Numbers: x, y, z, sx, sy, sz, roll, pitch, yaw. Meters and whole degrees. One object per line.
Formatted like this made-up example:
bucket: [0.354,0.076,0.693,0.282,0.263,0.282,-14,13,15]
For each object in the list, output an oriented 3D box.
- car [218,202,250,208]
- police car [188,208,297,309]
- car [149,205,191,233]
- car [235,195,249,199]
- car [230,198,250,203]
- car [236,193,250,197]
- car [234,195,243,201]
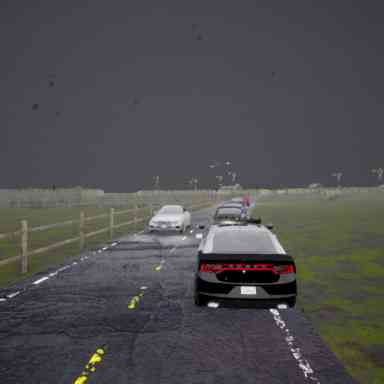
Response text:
car: [2.048,1.494,17.772,1.837,1.490,4.892,0,0,8]
police car: [1.097,1.423,8.080,1.930,1.638,5.238,0,0,4]
car: [-1.151,1.513,19.658,1.812,1.442,4.674,0,0,8]
car: [5.653,1.438,41.172,1.882,1.535,5.008,0,0,12]
car: [2.944,1.459,23.613,1.882,1.535,5.008,0,0,10]
car: [7.749,1.167,51.278,2.150,2.045,5.566,0,0,12]
car: [12.049,1.495,85.394,1.895,1.301,4.718,0,0,12]
